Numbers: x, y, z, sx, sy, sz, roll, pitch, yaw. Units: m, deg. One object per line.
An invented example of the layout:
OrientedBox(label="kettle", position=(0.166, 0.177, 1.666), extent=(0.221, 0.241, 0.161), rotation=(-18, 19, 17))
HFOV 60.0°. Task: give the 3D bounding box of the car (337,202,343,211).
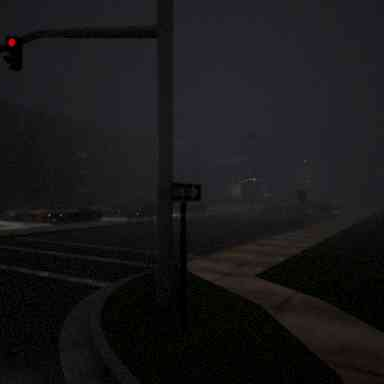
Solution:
OrientedBox(label="car", position=(23.027, 2.307, 53.516), extent=(1.994, 1.385, 4.181), rotation=(0, -1, 32))

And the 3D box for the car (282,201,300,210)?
OrientedBox(label="car", position=(17.079, 2.358, 57.206), extent=(1.994, 1.385, 4.181), rotation=(0, -1, 32))

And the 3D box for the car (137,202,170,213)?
OrientedBox(label="car", position=(-5.648, 2.230, 49.253), extent=(2.033, 1.411, 5.357), rotation=(0, -1, 32))

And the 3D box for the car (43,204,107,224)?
OrientedBox(label="car", position=(-10.053, 2.003, 28.947), extent=(1.895, 1.301, 4.718), rotation=(0, -1, 32))

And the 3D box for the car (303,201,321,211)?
OrientedBox(label="car", position=(20.064, 2.246, 55.379), extent=(1.882, 1.535, 5.008), rotation=(0, -1, 32))

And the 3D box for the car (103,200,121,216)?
OrientedBox(label="car", position=(-7.492, 1.773, 39.692), extent=(2.150, 2.045, 5.566), rotation=(0, -1, 32))

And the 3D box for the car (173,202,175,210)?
OrientedBox(label="car", position=(-1.790, 1.899, 48.817), extent=(2.150, 2.045, 5.566), rotation=(0, -1, 32))

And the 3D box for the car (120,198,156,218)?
OrientedBox(label="car", position=(-5.259, 1.861, 36.646), extent=(2.097, 1.767, 4.553), rotation=(0, -1, 32))

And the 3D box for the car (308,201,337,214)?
OrientedBox(label="car", position=(17.689, 2.115, 44.849), extent=(2.128, 1.511, 4.902), rotation=(0, -1, 32))

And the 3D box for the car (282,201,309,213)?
OrientedBox(label="car", position=(14.736, 2.127, 46.728), extent=(1.882, 1.535, 5.008), rotation=(0, -1, 32))

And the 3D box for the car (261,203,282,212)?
OrientedBox(label="car", position=(11.791, 2.276, 48.619), extent=(1.895, 1.301, 4.718), rotation=(-1, -1, 33))

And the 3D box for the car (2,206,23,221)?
OrientedBox(label="car", position=(-16.005, 1.978, 32.628), extent=(1.812, 1.442, 4.674), rotation=(0, -1, 32))

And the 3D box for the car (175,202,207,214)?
OrientedBox(label="car", position=(0.234, 2.122, 45.449), extent=(2.128, 1.511, 4.902), rotation=(0, -1, 32))

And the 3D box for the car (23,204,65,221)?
OrientedBox(label="car", position=(-12.727, 1.912, 31.269), extent=(1.882, 1.535, 5.008), rotation=(0, -1, 32))
